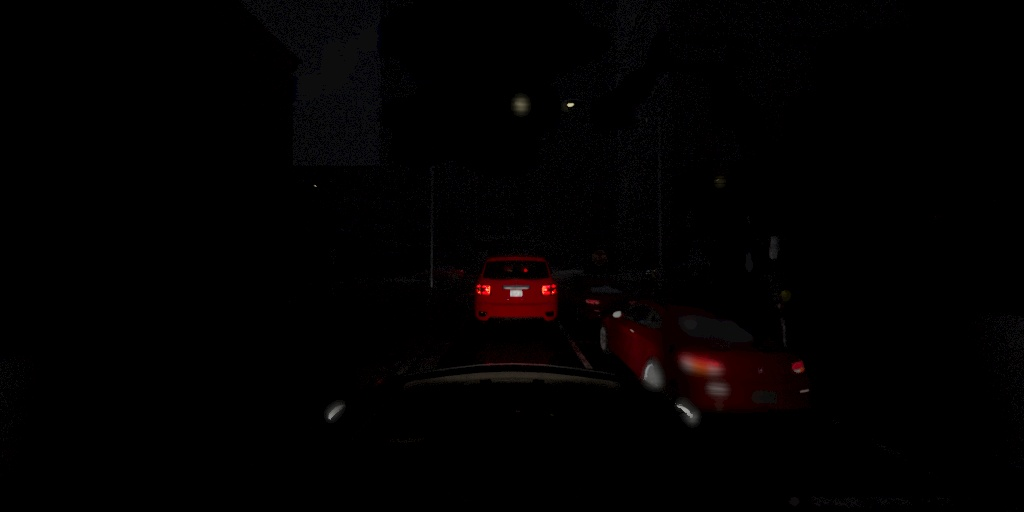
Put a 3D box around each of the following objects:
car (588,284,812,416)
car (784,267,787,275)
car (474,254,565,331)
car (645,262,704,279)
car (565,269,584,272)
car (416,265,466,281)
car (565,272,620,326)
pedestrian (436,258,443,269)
[{"bbox_3d":[2.643,1.334,5.838,1.802,1.307,4.207,0,0,0],"label":"car"},{"bbox_3d":[25.797,1.043,30.272,5.008,1.535,1.882,0,-1,0],"label":"car"},{"bbox_3d":[0.115,0.977,11.107,2.150,2.045,5.566,0,0,0],"label":"car"},{"bbox_3d":[13.727,1.188,30.342,4.674,1.442,1.812,0,-1,0],"label":"car"},{"bbox_3d":[3.198,1.332,27.429,4.718,1.301,1.895,-1,0,0],"label":"car"},{"bbox_3d":[-6.003,1.413,30.453,4.181,1.385,1.994,-1,-1,0],"label":"car"},{"bbox_3d":[2.653,1.338,11.277,1.802,1.307,4.207,0,0,0],"label":"car"},{"bbox_3d":[-6.773,1.055,33.376,0.375,1.860,0.375,0,-1,0],"label":"pedestrian"}]
